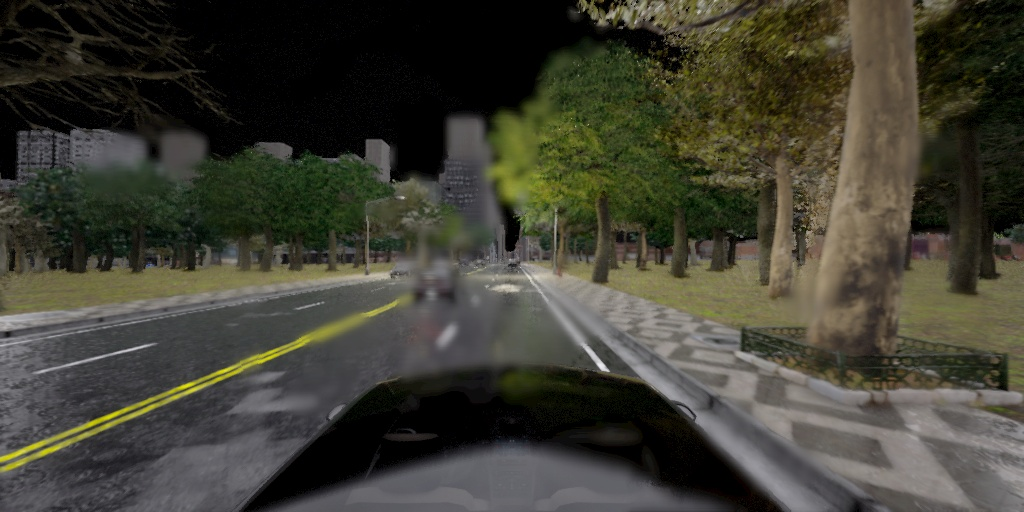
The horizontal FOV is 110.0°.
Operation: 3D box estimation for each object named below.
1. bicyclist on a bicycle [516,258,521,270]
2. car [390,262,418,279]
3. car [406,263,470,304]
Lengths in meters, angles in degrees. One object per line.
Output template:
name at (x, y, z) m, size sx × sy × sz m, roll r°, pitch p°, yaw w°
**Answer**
bicyclist on a bicycle at (0.925, 1.211, 49.632) m, size 0.659 × 1.776 × 1.843 m, roll 0°, pitch 0°, yaw 0°
car at (-9.821, 1.287, 33.414) m, size 1.837 × 1.490 × 4.892 m, roll 0°, pitch 0°, yaw 0°
car at (-3.140, 1.260, 16.458) m, size 1.837 × 1.490 × 4.892 m, roll 0°, pitch 0°, yaw 0°
